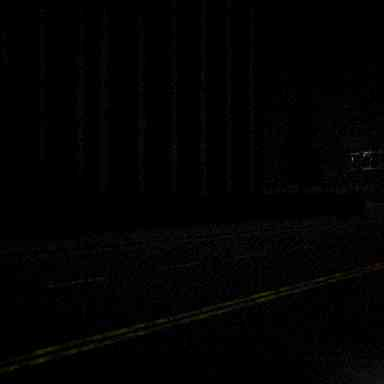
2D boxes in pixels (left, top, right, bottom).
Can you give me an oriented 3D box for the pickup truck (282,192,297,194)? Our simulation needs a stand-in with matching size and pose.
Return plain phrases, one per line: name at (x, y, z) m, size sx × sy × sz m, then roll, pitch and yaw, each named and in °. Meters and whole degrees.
pickup truck at (23.080, 1.056, 78.066) m, size 2.390 × 2.098 × 6.274 m, roll 0°, pitch 0°, yaw -6°
